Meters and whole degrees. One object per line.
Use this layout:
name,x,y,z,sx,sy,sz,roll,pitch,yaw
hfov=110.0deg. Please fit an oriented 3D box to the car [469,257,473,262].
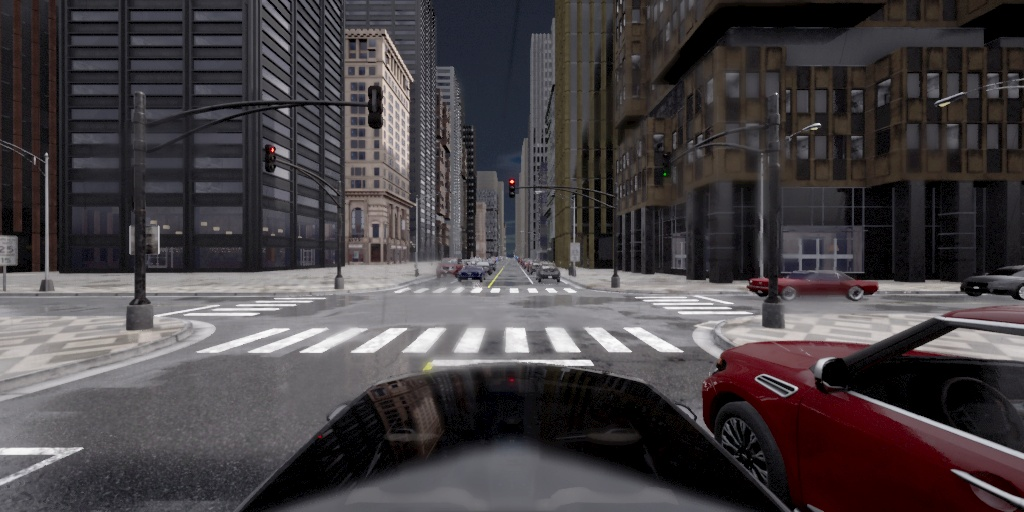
car,-5.749,1.192,39.479,1.967,1.591,4.097,0,0,0

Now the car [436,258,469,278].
car,-5.751,1.066,33.837,2.192,1.841,5.009,0,0,0

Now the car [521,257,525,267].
car,2.783,1.197,56.406,1.967,1.591,4.097,0,0,0

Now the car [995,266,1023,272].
car,23.670,1.195,16.422,4.892,1.490,1.837,0,0,0

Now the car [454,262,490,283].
car,-3.090,1.351,28.462,1.895,1.301,4.718,0,0,0

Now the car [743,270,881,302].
car,13.525,1.313,16.376,4.718,1.301,1.895,0,0,0

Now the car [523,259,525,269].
car,2.778,1.299,45.125,1.888,1.381,4.507,0,0,0

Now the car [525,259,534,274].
car,2.776,1.303,39.485,2.007,1.370,4.403,0,0,0

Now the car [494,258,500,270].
car,-3.076,1.302,48.799,2.033,1.411,5.357,0,0,0

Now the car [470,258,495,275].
car,-3.087,1.278,38.430,1.812,1.442,4.674,0,0,0

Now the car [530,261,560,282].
car,2.772,1.301,28.203,2.007,1.370,4.403,0,0,0

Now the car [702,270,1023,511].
car,2.762,1.065,1.230,2.192,1.841,5.009,0,0,0
